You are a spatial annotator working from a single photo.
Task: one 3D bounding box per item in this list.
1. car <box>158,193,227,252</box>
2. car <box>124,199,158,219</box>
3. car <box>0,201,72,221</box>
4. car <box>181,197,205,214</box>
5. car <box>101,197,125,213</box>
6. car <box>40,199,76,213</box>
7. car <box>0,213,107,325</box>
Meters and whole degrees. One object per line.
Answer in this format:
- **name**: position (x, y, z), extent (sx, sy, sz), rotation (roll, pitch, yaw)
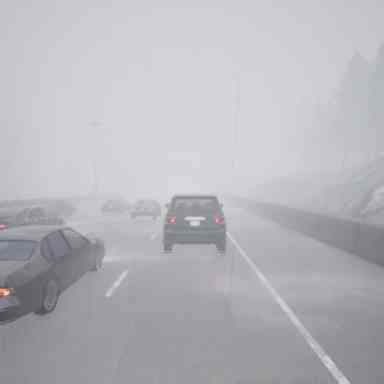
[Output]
- **car**: position (0.095, 1.046, 13.123), extent (2.150, 2.045, 5.566), rotation (0, 1, 0)
- **car**: position (-3.410, 1.213, 25.239), extent (2.033, 1.411, 5.357), rotation (0, 1, 0)
- **car**: position (-6.906, 1.321, 13.809), extent (1.837, 1.490, 4.892), rotation (0, 1, 0)
- **car**: position (0.088, 1.161, 30.437), extent (1.994, 1.385, 4.181), rotation (0, 1, 0)
- **car**: position (-6.912, 1.161, 30.451), extent (1.994, 1.385, 4.181), rotation (0, 1, 0)
- **car**: position (-10.410, 1.217, 24.927), extent (2.033, 1.411, 5.357), rotation (0, 1, 0)
- **car**: position (-3.403, 1.450, 7.270), extent (2.033, 1.411, 5.357), rotation (0, 1, 0)
